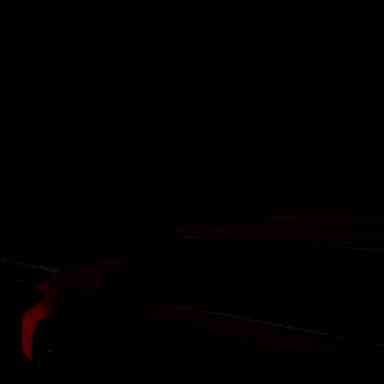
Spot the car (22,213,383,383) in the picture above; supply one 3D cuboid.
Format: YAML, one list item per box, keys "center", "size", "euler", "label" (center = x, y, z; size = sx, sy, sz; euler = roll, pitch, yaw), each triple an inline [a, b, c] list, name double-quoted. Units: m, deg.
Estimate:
- center: [0.638, 1.235, 3.231]
  size: [5.566, 2.045, 2.150]
  euler: [-1, 0, 36]
  label: "car"
